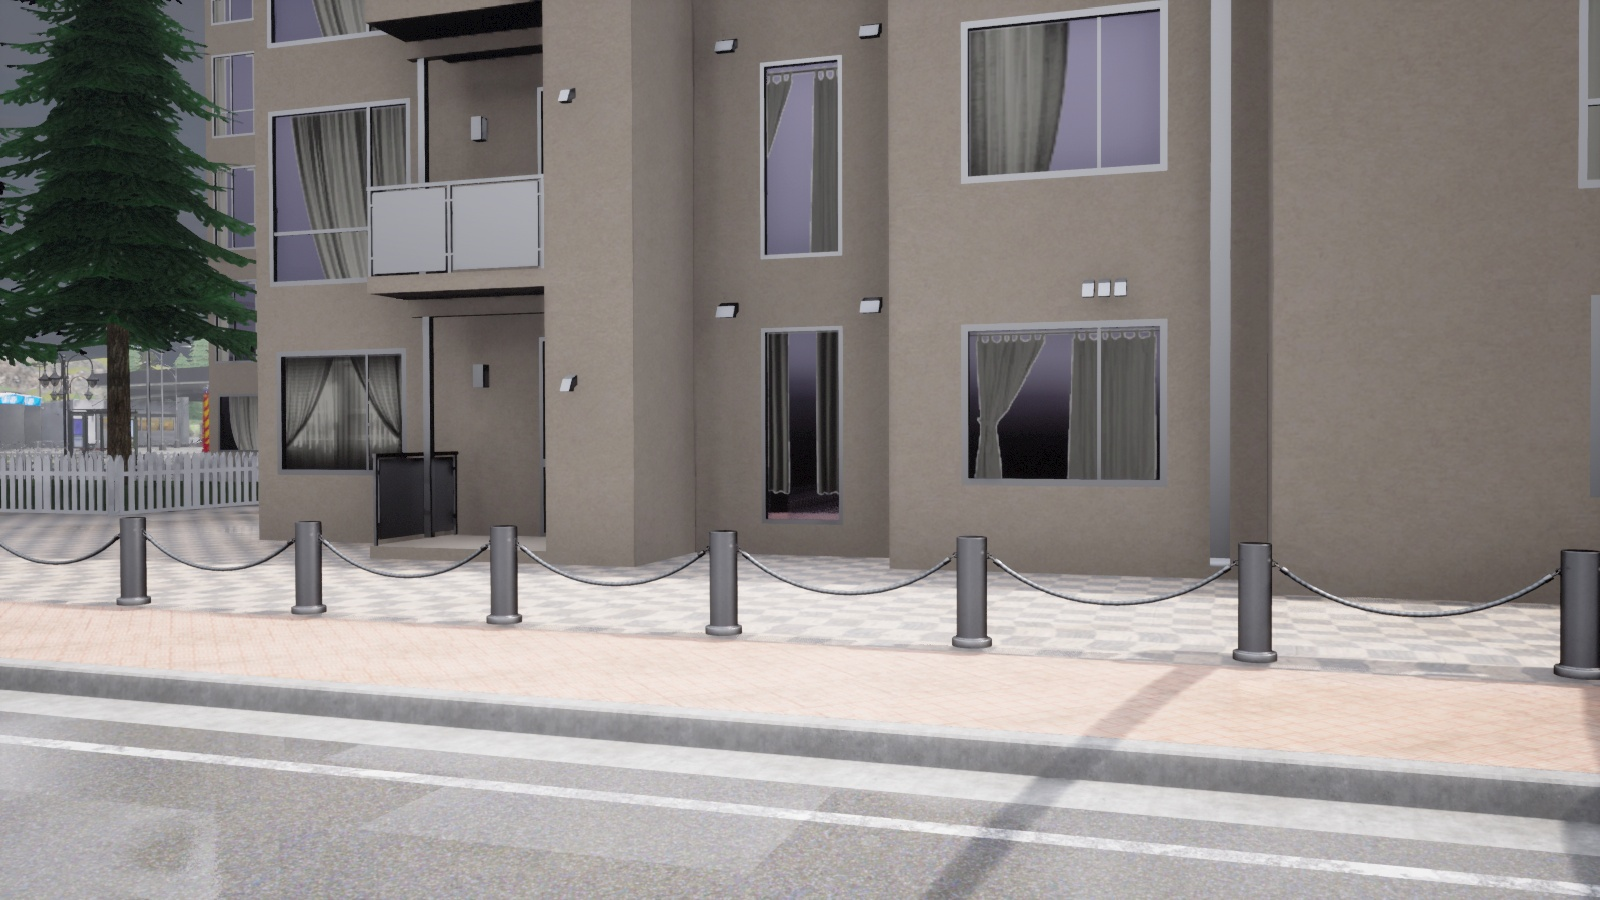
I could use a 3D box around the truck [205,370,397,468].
[{"bbox_3d":[-21.139,-1.295,53.913,2.891,3.827,8.468,1,1,18],"label":"truck"}]
